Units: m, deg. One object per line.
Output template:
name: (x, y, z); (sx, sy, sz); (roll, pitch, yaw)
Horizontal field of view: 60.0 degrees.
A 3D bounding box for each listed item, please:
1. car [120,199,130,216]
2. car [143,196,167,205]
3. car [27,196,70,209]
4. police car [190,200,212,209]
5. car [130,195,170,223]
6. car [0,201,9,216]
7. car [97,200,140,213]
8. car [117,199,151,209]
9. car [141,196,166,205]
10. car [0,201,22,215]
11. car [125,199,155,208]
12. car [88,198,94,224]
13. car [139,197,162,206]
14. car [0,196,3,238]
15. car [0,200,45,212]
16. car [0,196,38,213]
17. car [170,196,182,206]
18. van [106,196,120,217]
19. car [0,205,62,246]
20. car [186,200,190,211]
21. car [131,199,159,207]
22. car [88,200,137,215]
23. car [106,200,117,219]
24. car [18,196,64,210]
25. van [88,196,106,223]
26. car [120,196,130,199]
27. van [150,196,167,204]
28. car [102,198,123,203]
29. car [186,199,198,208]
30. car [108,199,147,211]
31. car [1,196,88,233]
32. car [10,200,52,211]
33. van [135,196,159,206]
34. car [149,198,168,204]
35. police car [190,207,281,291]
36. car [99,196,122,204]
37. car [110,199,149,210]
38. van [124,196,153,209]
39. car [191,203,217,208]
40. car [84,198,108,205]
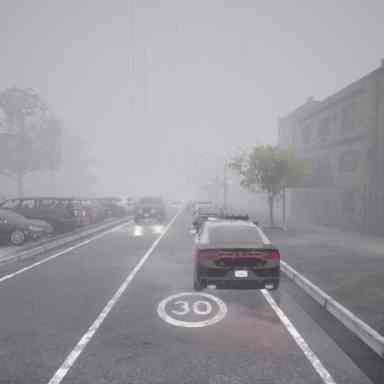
car: (-8.830, 1.658, 31.747); (5.008, 1.535, 2.097); (0, -1, 0)
car: (-8.840, 1.956, 79.400); (5.566, 2.045, 2.435); (0, -1, 0)
car: (-21.900, 1.609, 50.994); (5.566, 2.045, 2.435); (0, -1, 0)
police car: (0.991, 1.559, 25.215); (1.930, 1.638, 5.238); (0, -1, 0)
car: (-3.332, 1.373, 27.294); (2.150, 2.045, 5.566); (0, -1, 0)
car: (-21.887, 1.713, 34.407); (4.792, 1.488, 2.163); (0, -1, 0)
car: (-8.812, 1.766, 40.155); (4.792, 1.488, 2.163); (0, -1, 0)
car: (-8.878, 1.893, 51.366); (4.792, 1.488, 2.163); (0, -1, 0)
car: (-8.838, 1.922, 76.597); (5.566, 2.045, 2.435); (0, -1, 0)
car: (-21.947, 1.738, 37.192); (4.792, 1.488, 2.163); (0, -1, 0)
car: (-8.824, 1.962, 56.972); (4.792, 1.488, 2.163); (0, -1, 0)
car: (-8.800, 1.431, 20.534); (4.553, 1.767, 2.185); (0, -1, 0)
car: (-8.831, 1.979, 70.989); (4.553, 1.767, 2.185); (0, -1, 0)
car: (-8.869, 1.232, 9.325); (5.566, 2.045, 2.435); (0, 0, 0)
car: (-21.917, 1.765, 42.762); (5.008, 1.535, 2.097); (0, -1, 0)
car: (-21.892, 1.484, 39.978); (5.566, 2.045, 2.435); (0, -1, 0)
car: (-3.204, 2.187, 70.525); (1.994, 1.385, 4.181); (0, -1, 0)
van: (-8.950, 1.407, 28.946); (4.442, 1.987, 1.878); (0, -1, 0)
car: (-8.841, 1.514, 14.927); (4.892, 1.521, 2.231); (0, 0, 0)
car: (0.072, 1.882, 46.267); (2.033, 1.411, 5.357); (0, -1, 1)
car: (-8.852, 2.001, 62.578); (5.008, 1.535, 2.097); (0, -1, 0)
car: (-8.834, 1.710, 37.358); (4.892, 1.521, 2.231); (0, -1, 0)
car: (-8.826, 1.608, 26.141); (4.892, 1.521, 2.231); (0, -1, 0)
car: (-21.897, 1.576, 48.333); (5.566, 2.045, 2.435); (0, -1, 0)
van: (-8.716, 1.356, 23.339); (4.442, 1.987, 1.878); (0, -1, 0)
car: (-8.865, 1.432, 34.553); (5.566, 2.045, 2.435); (0, -1, 0)
van: (-8.993, 2.119, 90.612); (4.442, 1.987, 1.878); (0, -1, 0)
car: (-22.144, 2.371, 92.867); (5.366, 1.575, 1.946); (0, -1, 0)
car: (0.041, 2.060, 59.947); (1.994, 1.385, 4.181); (0, -1, 0)
car: (-8.840, 1.796, 45.763); (5.008, 1.535, 2.097); (0, -1, 0)
car: (-8.861, 1.283, 17.735); (5.566, 2.045, 2.435); (0, 0, 0)
car: (-21.922, 1.833, 45.422); (4.674, 1.452, 2.002); (0, -1, 0)
van: (-8.742, 1.810, 65.384); (4.442, 1.987, 1.878); (0, -1, 0)
car: (-8.868, 2.312, 87.806); (4.892, 1.521, 2.231); (0, -1, 0)
police car: (0.981, 1.431, 9.187); (1.930, 1.638, 5.238); (0, 0, 0)
car: (-21.985, 2.089, 90.095); (5.566, 2.045, 2.435); (0, -1, 0)
car: (-9.032, 1.826, 48.563); (5.366, 1.575, 1.946); (0, -1, 0)
van: (-8.734, 1.672, 54.172); (4.442, 1.987, 1.878); (0, -1, 0)
car: (0.988, 1.584, 19.095); (1.837, 1.490, 4.892); (0, -1, 0)
car: (-21.952, 2.171, 76.213); (4.892, 1.521, 2.231); (0, -1, 0)
